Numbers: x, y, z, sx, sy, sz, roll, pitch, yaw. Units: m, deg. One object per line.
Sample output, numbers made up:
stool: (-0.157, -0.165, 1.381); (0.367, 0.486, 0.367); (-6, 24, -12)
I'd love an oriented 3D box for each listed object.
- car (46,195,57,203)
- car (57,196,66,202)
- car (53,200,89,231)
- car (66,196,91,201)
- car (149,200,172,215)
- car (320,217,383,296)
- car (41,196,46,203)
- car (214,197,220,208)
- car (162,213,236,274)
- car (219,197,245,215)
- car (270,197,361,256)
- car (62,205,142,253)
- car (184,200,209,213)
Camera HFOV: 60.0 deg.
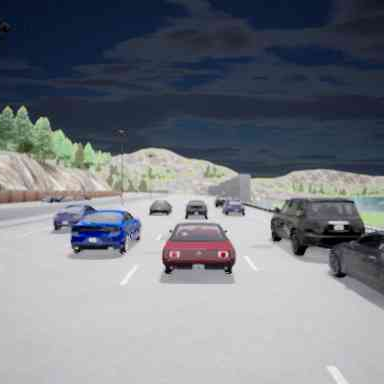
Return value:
car: (-23.891, 1.349, 60.431); (2.033, 1.411, 5.357); (0, 0, 1)
car: (-20.450, 1.348, 55.902); (1.812, 1.442, 4.674); (0, 0, 1)
car: (-6.707, 1.464, 19.938); (1.812, 1.442, 4.674); (0, 0, 1)
car: (-17.033, 1.346, 51.087); (1.837, 1.490, 4.892); (0, 1, 1)
car: (-3.066, 1.488, 33.249); (1.994, 1.385, 4.181); (0, 0, 1)
car: (4.610, 1.527, 7.179); (1.812, 1.442, 4.674); (0, 0, 1)
car: (-27.342, 1.309, 64.221); (2.128, 1.511, 4.902); (0, 0, 1)
car: (4.188, 1.398, 47.649); (1.882, 1.535, 5.008); (0, 0, 0)
car: (0.194, 1.581, 10.501); (1.895, 1.301, 4.718); (0, 0, 1)
car: (4.033, 1.475, 32.546); (1.812, 1.442, 4.674); (0, 0, 0)
car: (4.674, 1.213, 13.208); (2.150, 2.045, 5.566); (0, 0, 1)
car: (-3.274, 1.440, 13.520); (1.882, 1.535, 5.008); (0, 0, 1)
car: (0.388, 1.449, 28.874); (1.837, 1.490, 4.892); (0, 0, 1)
